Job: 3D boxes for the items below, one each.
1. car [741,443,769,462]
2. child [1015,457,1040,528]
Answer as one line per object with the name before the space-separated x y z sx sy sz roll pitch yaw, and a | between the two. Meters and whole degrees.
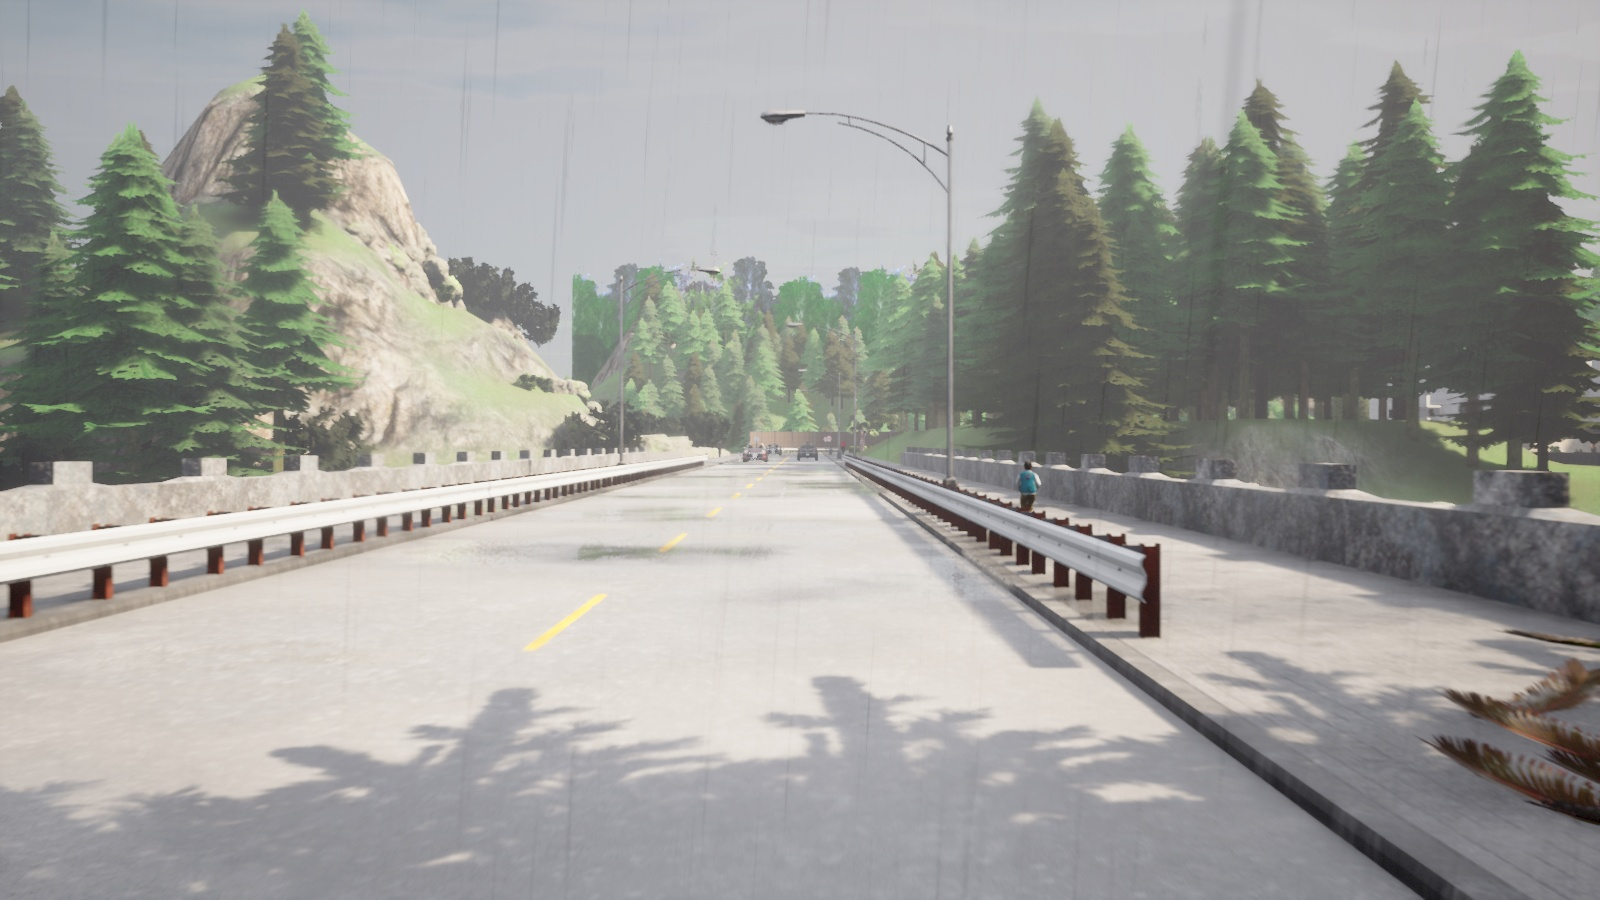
car | -3.416 0.167 96.191 1.970 1.475 3.806 0 0 0
child | 3.874 0.719 21.379 0.343 1.192 0.448 0 0 2
